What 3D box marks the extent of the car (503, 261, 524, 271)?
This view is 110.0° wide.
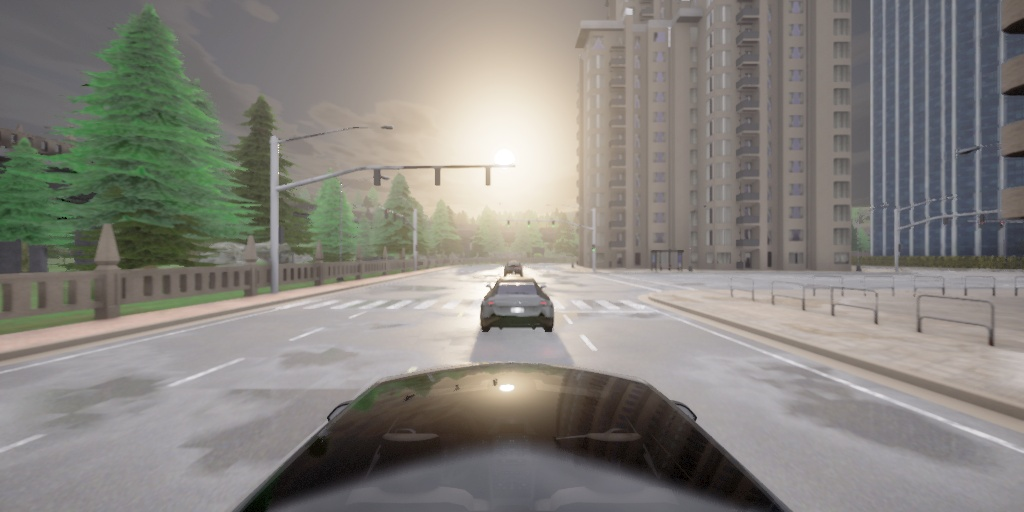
[{"bbox_3d":[0.154,1.284,36.749,1.837,1.490,4.892,0,0,0],"label":"car"}]

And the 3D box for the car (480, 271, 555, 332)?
[{"bbox_3d":[0.130,1.315,10.881,1.994,1.385,4.181,0,0,0],"label":"car"}]
